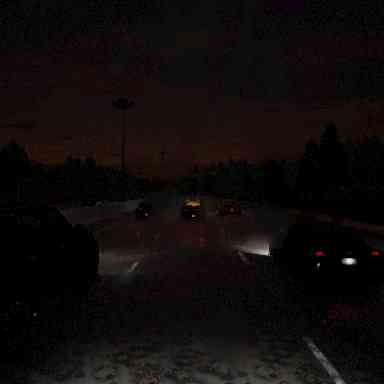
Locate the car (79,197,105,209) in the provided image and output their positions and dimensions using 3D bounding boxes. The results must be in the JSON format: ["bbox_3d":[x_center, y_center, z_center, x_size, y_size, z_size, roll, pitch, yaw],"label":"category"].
[{"bbox_3d":[-14.034,1.519,47.213,2.033,1.411,5.357,0,0,1],"label":"car"}]

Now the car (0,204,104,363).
[{"bbox_3d":[-3.400,1.218,5.988,2.150,2.045,5.566,0,0,0],"label":"car"}]

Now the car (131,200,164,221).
[{"bbox_3d":[-3.399,1.475,27.414,2.128,1.511,4.902,0,0,0],"label":"car"}]

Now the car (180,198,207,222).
[{"bbox_3d":[0.100,1.474,25.760,2.128,1.511,4.902,0,0,0],"label":"car"}]

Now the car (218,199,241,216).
[{"bbox_3d":[3.599,1.458,32.491,1.882,1.535,5.008,0,0,0],"label":"car"}]

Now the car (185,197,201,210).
[{"bbox_3d":[0.100,1.451,42.938,1.882,1.535,5.008,0,0,0],"label":"car"}]

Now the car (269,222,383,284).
[{"bbox_3d":[3.600,1.558,9.616,1.994,1.385,4.181,0,0,0],"label":"car"}]
